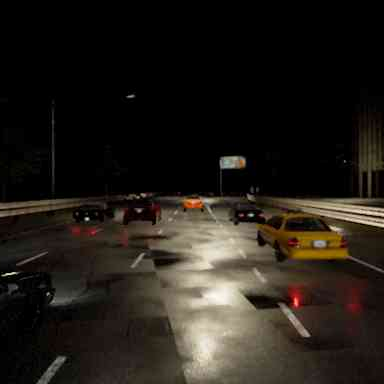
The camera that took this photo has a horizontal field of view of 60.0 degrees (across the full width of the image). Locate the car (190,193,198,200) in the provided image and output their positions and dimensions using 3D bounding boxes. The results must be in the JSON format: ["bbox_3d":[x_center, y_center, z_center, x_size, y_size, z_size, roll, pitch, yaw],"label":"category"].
[{"bbox_3d":[0.506,1.046,77.203,1.812,1.442,4.674,0,0,0],"label":"car"}]

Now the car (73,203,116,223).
[{"bbox_3d":[-6.813,1.456,23.867,1.895,1.301,4.718,0,0,0],"label":"car"}]

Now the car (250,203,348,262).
[{"bbox_3d":[3.527,1.386,11.707,1.801,1.575,5.366,0,0,0],"label":"car"}]

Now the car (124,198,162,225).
[{"bbox_3d":[-3.315,1.212,23.117,2.097,1.767,4.553,0,0,0],"label":"car"}]

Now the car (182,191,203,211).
[{"bbox_3d":[0.182,1.127,36.997,2.097,1.767,4.553,0,0,0],"label":"car"}]

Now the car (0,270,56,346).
[{"bbox_3d":[-3.394,1.526,3.558,2.033,1.411,5.357,0,0,0],"label":"car"}]

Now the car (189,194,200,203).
[{"bbox_3d":[0.473,1.156,60.794,1.812,1.442,4.674,0,0,0],"label":"car"}]

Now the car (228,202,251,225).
[{"bbox_3d":[3.577,1.411,22.489,2.033,1.411,5.357,0,0,0],"label":"car"}]
